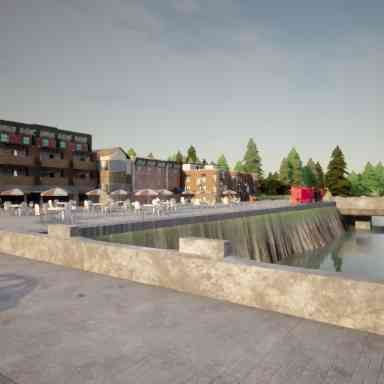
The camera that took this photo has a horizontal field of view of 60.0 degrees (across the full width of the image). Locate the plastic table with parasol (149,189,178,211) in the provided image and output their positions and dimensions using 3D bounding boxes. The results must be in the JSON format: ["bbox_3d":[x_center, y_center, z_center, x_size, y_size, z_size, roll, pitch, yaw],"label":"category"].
[{"bbox_3d":[-3.364,0.925,39.482,2.482,2.480,2.482,0,0,36],"label":"plastic table with parasol"}]
